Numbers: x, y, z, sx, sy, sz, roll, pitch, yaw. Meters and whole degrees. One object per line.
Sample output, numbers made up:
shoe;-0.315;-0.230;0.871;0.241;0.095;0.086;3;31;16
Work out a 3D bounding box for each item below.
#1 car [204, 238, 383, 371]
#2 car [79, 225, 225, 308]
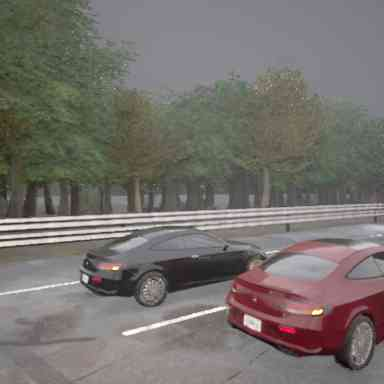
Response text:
car;2.653;1.526;5.642;4.674;1.442;1.812;0;0;-36
car;-0.229;1.526;7.885;4.674;1.442;1.812;0;0;-36
